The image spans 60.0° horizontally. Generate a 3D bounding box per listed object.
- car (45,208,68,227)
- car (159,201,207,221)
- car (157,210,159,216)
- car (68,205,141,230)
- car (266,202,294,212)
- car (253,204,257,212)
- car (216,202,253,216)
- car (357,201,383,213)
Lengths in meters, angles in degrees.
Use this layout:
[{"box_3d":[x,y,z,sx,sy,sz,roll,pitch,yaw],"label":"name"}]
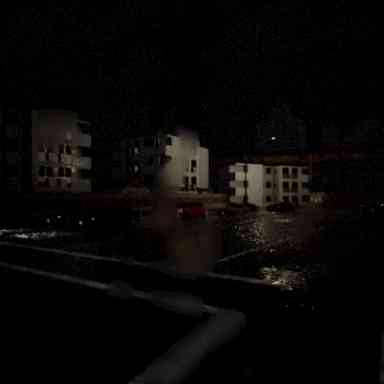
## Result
[{"box_3d":[-8.678,1.766,25.307,2.128,1.511,4.902,0,-1,35],"label":"car"},{"box_3d":[-0.548,1.673,30.699,2.097,1.767,4.553,-1,-1,36],"label":"car"},{"box_3d":[-1.746,1.931,34.962,1.994,1.385,4.181,-1,-1,37],"label":"car"},{"box_3d":[-5.755,1.742,23.388,2.128,1.511,4.902,0,-1,35],"label":"car"},{"box_3d":[12.014,2.021,45.256,4.181,1.385,1.994,0,-1,-36],"label":"car"},{"box_3d":[7.017,2.030,45.574,4.181,1.385,1.994,0,-1,-40],"label":"car"},{"box_3d":[4.750,1.990,37.913,1.895,1.301,4.718,-1,-1,38],"label":"car"},{"box_3d":[23.845,1.927,43.430,4.892,1.490,1.837,0,-1,-19],"label":"car"}]
